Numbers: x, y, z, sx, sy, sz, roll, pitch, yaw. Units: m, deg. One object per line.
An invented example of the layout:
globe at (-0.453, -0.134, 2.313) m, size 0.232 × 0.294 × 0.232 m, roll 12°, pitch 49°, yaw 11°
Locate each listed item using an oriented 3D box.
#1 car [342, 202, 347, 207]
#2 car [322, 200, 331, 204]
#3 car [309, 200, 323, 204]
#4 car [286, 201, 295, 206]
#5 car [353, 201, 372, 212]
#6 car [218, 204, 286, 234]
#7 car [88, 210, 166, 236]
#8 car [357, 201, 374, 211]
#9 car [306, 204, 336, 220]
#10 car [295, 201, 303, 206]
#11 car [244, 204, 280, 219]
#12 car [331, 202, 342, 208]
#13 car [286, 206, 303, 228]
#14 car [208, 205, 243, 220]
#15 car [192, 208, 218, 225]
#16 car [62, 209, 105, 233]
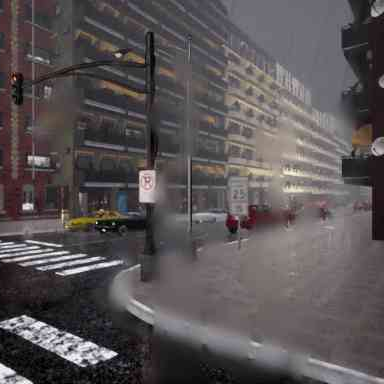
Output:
car at (39.428, 3.282, 87.033) m, size 1.947 × 1.339 × 4.313 m, roll -1°, pitch -2°, yaw 35°
car at (26.433, 2.640, 68.479) m, size 2.192 × 1.841 × 5.009 m, roll -1°, pitch -2°, yaw 35°
car at (23.187, 2.771, 63.834) m, size 1.887 × 1.381 × 4.507 m, roll -1°, pitch -2°, yaw 35°
car at (13.344, 2.446, 49.775) m, size 1.752 × 1.417 × 4.829 m, roll -1°, pitch -2°, yaw 35°
car at (30.057, 2.522, 59.101) m, size 2.192 × 1.841 × 5.009 m, roll -1°, pitch -2°, yaw 35°
car at (4.074, 1.711, 21.986) m, size 2.192 × 1.841 × 5.009 m, roll -1°, pitch -2°, yaw 35°
car at (-3.765, 1.911, 20.794) m, size 1.895 × 1.301 × 4.718 m, roll 0°, pitch -1°, yaw 35°
car at (33.306, 2.621, 63.742) m, size 2.192 × 1.841 × 5.009 m, roll -1°, pitch -2°, yaw 35°
car at (13.820, 2.284, 35.897) m, size 1.802 × 1.307 × 4.206 m, roll -1°, pitch -2°, yaw 35°
car at (16.689, 2.340, 54.560) m, size 2.192 × 1.841 × 5.009 m, roll -1°, pitch -2°, yaw 35°
car at (7.954, 2.171, 37.513) m, size 2.128 × 1.511 × 4.902 m, roll 0°, pitch -1°, yaw 35°
car at (32.931, 3.067, 77.753) m, size 1.887 × 1.381 × 4.507 m, roll -1°, pitch -2°, yaw 35°
car at (7.324, 2.043, 26.619) m, size 1.887 × 1.381 × 4.507 m, roll -1°, pitch -2°, yaw 35°
car at (3.699, 2.164, 35.995) m, size 1.887 × 1.381 × 4.507 m, roll -1°, pitch -2°, yaw 35°
car at (1.981, 2.093, 29.001) m, size 1.895 × 1.301 × 4.718 m, roll 0°, pitch -1°, yaw 35°
car at (-6.143, 1.834, 21.937) m, size 1.752 × 1.417 × 4.829 m, roll -1°, pitch -2°, yaw 35°
